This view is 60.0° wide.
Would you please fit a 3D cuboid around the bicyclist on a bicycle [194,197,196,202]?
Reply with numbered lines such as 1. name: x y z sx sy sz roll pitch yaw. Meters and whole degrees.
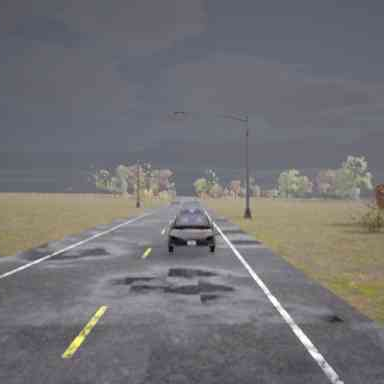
1. bicyclist on a bicycle: 0.920 2.261 89.073 0.582 1.620 1.656 0 -1 0

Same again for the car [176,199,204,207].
1. car: -0.012 1.621 29.075 2.097 1.767 4.553 0 -1 0

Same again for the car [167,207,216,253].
1. car: -0.003 1.627 14.295 2.128 1.511 4.902 0 0 0

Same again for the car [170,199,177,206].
1. car: -3.535 2.208 71.809 1.994 1.385 4.181 0 -1 0
